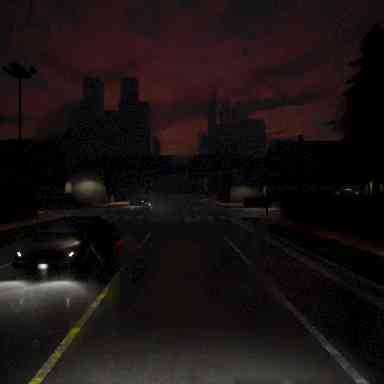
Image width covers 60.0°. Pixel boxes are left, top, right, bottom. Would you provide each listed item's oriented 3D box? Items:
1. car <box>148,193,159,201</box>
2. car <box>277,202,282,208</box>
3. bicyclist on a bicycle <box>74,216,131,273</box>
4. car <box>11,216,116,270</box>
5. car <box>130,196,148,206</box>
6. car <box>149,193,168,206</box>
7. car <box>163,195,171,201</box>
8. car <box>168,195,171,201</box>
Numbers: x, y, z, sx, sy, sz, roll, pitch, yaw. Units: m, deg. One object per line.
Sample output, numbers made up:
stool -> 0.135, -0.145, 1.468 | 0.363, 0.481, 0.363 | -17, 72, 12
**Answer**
car -> -9.732, 1.242, 84.256 | 2.150, 2.045, 5.566 | 0, 0, -1
car -> 13.961, 1.617, 45.113 | 4.718, 1.301, 1.895 | 0, 0, -2
bicyclist on a bicycle -> -2.495, 1.479, 9.192 | 1.656, 1.620, 0.582 | 2, 2, -2
car -> -3.890, 1.546, 11.301 | 2.033, 1.411, 5.357 | 0, 0, 0
car -> -9.140, 1.506, 55.691 | 2.128, 1.511, 4.902 | 0, 0, 0
car -> -5.576, 1.370, 55.589 | 2.097, 1.767, 4.553 | 0, 0, -2
car -> -6.204, 1.517, 83.191 | 1.837, 1.490, 4.892 | 0, 0, -1
car -> -5.834, 1.542, 68.349 | 1.812, 1.442, 4.674 | 0, 0, -1
